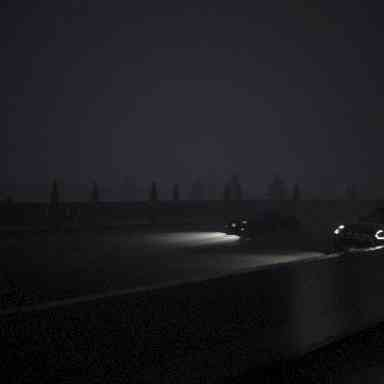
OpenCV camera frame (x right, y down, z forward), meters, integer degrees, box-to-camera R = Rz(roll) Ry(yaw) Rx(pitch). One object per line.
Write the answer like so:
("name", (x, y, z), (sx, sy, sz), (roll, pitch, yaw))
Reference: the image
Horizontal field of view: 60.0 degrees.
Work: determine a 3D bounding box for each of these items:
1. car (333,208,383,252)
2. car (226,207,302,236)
("car", (7.356, 1.356, 12.141), (4.553, 1.767, 2.097), (0, 0, -27))
("car", (3.957, 1.547, 18.249), (4.181, 1.385, 1.994), (0, 0, -27))
